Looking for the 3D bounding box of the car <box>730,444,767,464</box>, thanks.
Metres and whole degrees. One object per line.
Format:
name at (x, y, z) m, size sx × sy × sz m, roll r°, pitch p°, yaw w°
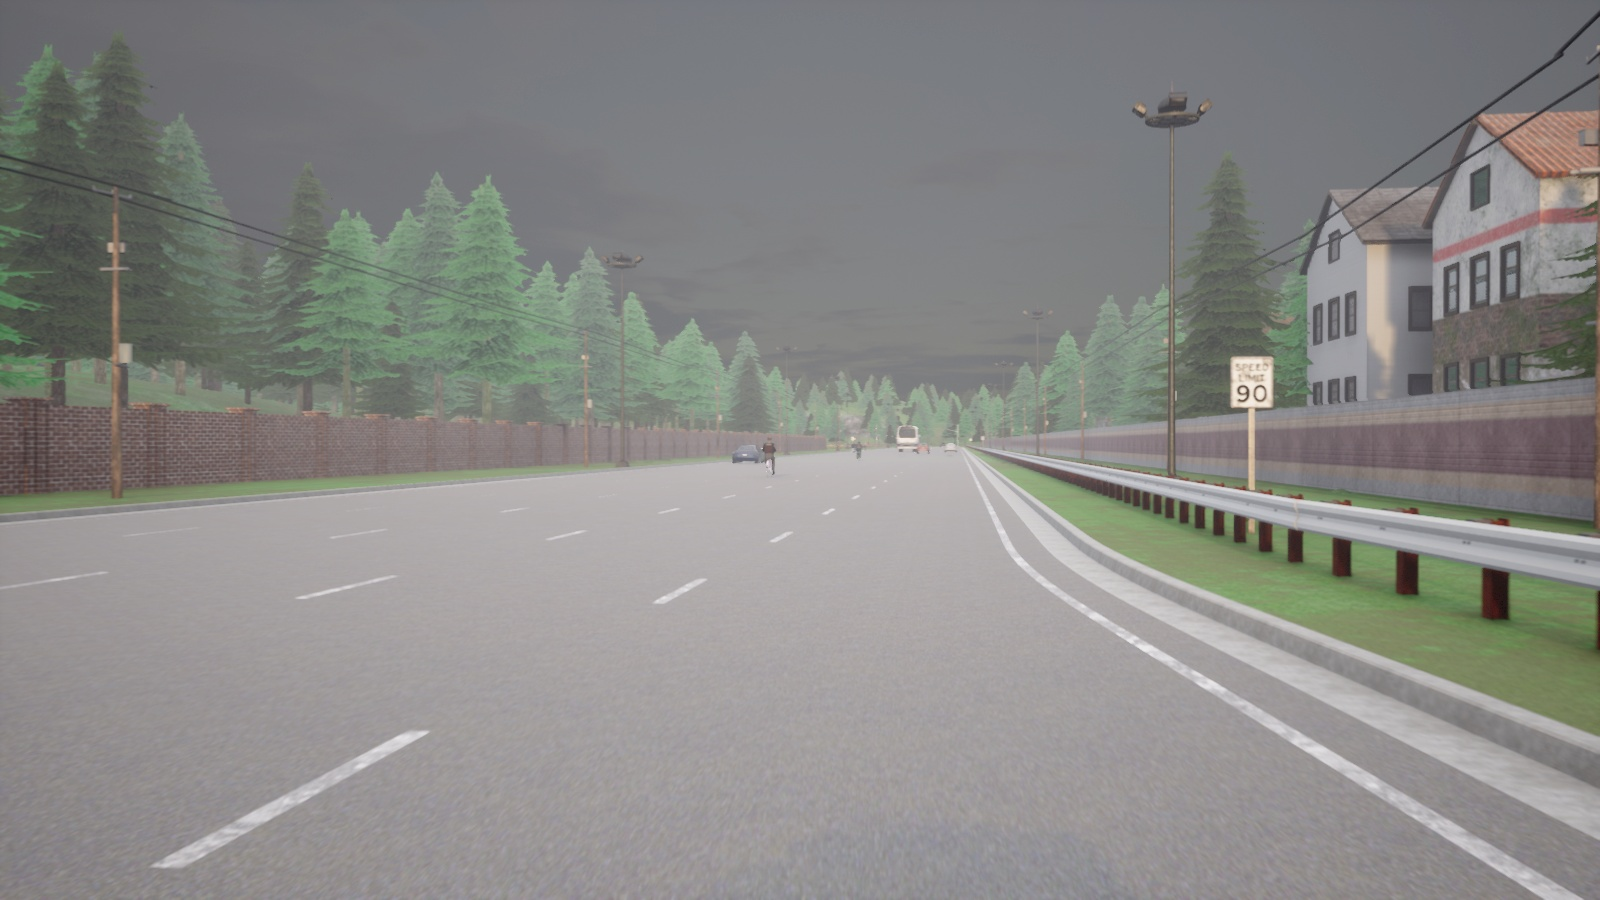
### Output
car at (-3.710, 0.289, 91.475) m, size 1.994 × 1.385 × 4.181 m, roll 0°, pitch 0°, yaw 7°
